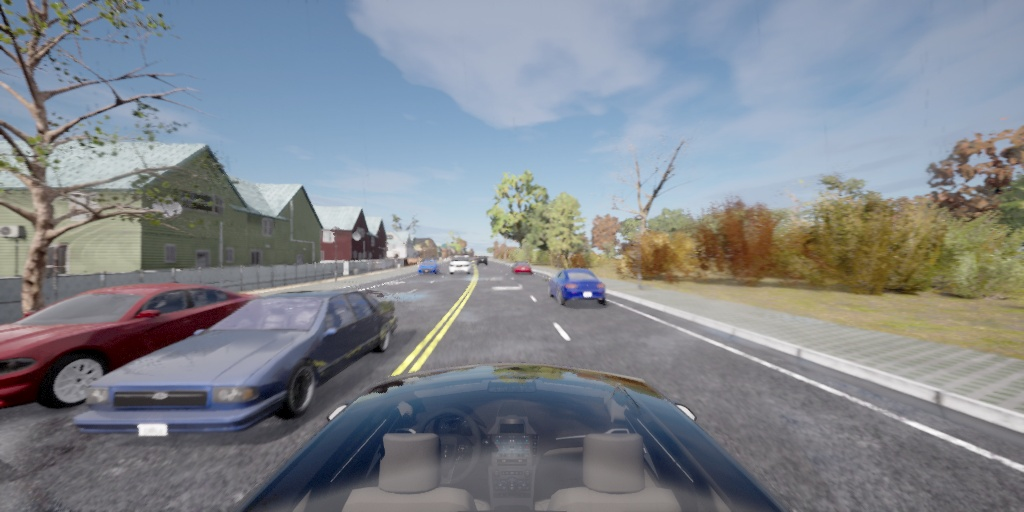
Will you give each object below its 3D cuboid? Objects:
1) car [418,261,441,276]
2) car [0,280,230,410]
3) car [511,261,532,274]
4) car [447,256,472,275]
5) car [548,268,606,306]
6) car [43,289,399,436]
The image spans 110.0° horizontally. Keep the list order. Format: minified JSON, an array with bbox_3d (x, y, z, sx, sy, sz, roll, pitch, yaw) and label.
[{"bbox_3d":[-8.799,1.250,38.425,1.882,1.535,5.008,0,0,-5],"label":"car"},{"bbox_3d":[-6.799,1.265,6.442,1.882,1.535,5.008,0,0,-1],"label":"car"},{"bbox_3d":[1.000,1.295,40.115,1.994,1.385,4.181,0,0,-5],"label":"car"},{"bbox_3d":[-5.601,0.983,39.181,2.150,2.045,5.566,0,0,-5],"label":"car"},{"bbox_3d":[2.727,1.260,15.671,1.812,1.442,4.674,0,0,-3],"label":"car"},{"bbox_3d":[-3.540,1.317,6.179,2.033,1.411,5.357,0,0,0],"label":"car"}]
